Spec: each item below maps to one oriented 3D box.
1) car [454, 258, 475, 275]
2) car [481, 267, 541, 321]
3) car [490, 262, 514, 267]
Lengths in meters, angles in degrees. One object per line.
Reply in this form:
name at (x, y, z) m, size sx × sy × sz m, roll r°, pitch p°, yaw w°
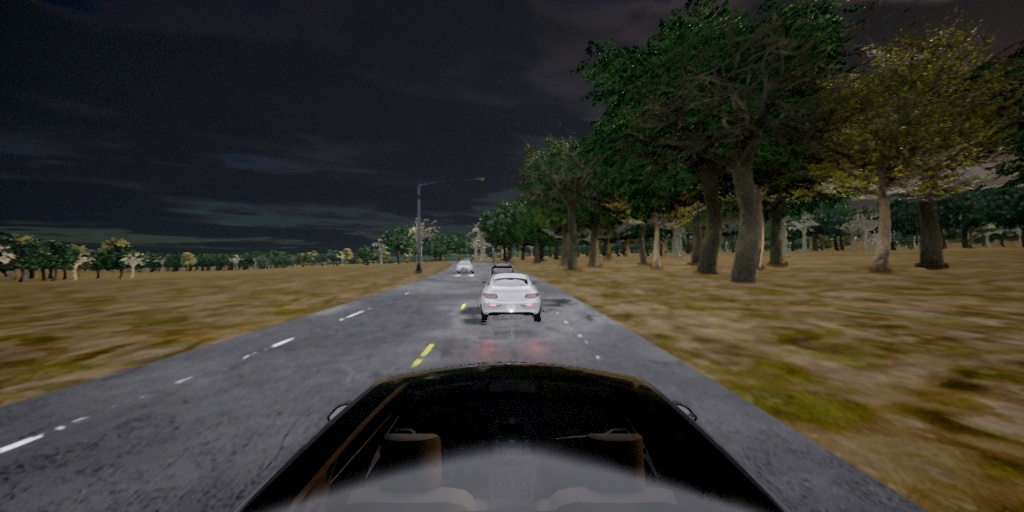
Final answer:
car at (-5.165, 1.247, 39.513) m, size 1.812 × 1.442 × 4.674 m, roll 0°, pitch 0°, yaw -5°
car at (-0.081, 1.277, 12.350) m, size 1.812 × 1.442 × 4.674 m, roll 0°, pitch 0°, yaw -1°
car at (-0.871, 1.229, 31.099) m, size 2.128 × 1.511 × 4.902 m, roll 0°, pitch 0°, yaw -4°
